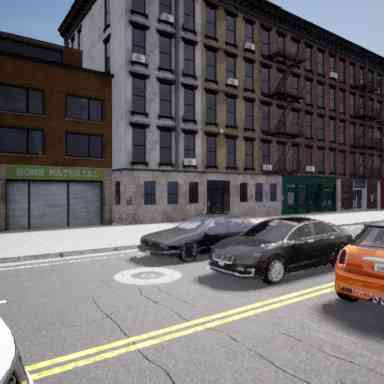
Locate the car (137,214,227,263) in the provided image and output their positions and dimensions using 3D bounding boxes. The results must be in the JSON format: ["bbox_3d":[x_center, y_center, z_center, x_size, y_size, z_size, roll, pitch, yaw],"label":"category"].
[{"bbox_3d":[0.759,1.548,12.180,5.357,1.411,2.033,0,0,-35],"label":"car"}]

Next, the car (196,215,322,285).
[{"bbox_3d":[2.703,1.505,9.574,4.892,1.490,1.837,0,0,-35],"label":"car"}]

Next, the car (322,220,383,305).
[{"bbox_3d":[5.088,1.352,7.034,4.553,1.767,2.097,0,0,-35],"label":"car"}]

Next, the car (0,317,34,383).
[{"bbox_3d":[-3.481,1.221,0.970,5.566,2.045,2.150,0,0,-36],"label":"car"}]
